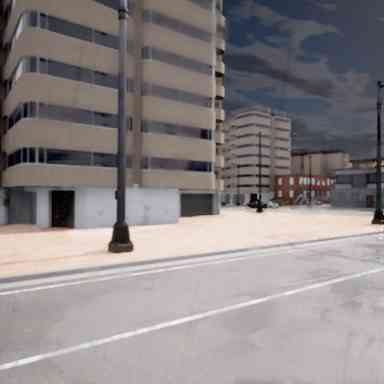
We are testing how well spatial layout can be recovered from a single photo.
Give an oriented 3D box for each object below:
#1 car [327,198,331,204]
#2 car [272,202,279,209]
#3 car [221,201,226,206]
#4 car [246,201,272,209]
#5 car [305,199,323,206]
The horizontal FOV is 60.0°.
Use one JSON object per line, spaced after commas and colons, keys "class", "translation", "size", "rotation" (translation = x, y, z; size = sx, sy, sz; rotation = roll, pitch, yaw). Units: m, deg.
{"class": "car", "translation": [35.037, 2.124, 80.009], "size": [2.152, 1.636, 5.027], "rotation": [1, 0, -37]}
{"class": "car", "translation": [15.316, 2.653, 67.009], "size": [1.812, 1.442, 4.674], "rotation": [1, -1, -37]}
{"class": "car", "translation": [6.128, 2.688, 79.236], "size": [1.812, 1.442, 4.674], "rotation": [1, 0, -37]}
{"class": "car", "translation": [12.560, 2.600, 64.850], "size": [1.837, 1.490, 4.892], "rotation": [1, -1, -37]}
{"class": "car", "translation": [27.913, 2.420, 76.007], "size": [1.970, 1.475, 3.806], "rotation": [1, -2, -37]}
